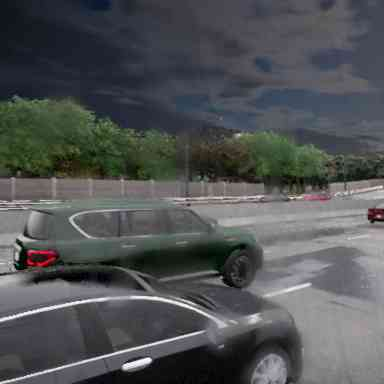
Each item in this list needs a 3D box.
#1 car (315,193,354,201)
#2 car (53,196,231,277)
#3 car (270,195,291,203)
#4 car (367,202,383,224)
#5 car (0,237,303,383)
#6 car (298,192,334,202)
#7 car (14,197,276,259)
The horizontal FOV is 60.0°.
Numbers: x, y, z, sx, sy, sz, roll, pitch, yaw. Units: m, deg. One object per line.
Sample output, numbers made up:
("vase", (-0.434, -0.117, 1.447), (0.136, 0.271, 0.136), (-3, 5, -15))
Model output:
("car", (16.317, 1.236, 36.891), (5.008, 1.535, 1.882), (0, 0, -34))
("car", (-1.498, 1.214, 11.270), (5.566, 2.045, 2.150), (0, 0, -35))
("car", (11.611, 1.222, 46.396), (5.008, 1.535, 1.882), (0, 0, -35))
("car", (13.546, 1.332, 21.930), (5.008, 1.535, 1.882), (-1, 0, -35))
("car", (-0.957, 1.508, 3.186), (4.892, 1.490, 1.837), (0, 0, -35))
("car", (15.283, 0.974, 40.425), (5.566, 2.045, 2.150), (0, 0, -35))
("car", (-0.892, 1.218, 7.405), (5.566, 2.045, 2.150), (0, 0, -35))
